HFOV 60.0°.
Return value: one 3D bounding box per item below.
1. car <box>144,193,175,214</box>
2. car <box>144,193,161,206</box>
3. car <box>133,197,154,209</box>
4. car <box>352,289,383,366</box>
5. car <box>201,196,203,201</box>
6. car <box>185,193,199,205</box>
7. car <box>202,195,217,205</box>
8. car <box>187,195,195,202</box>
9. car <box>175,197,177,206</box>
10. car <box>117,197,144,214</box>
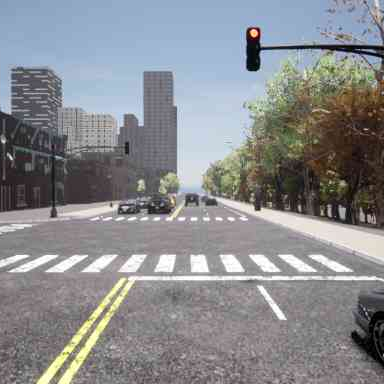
[{"bbox_3d":[-3.422,1.210,35.909,2.150,2.045,5.566,0,0,1],"label":"car"},{"bbox_3d":[-6.694,1.201,56.672,2.150,2.045,5.566,0,0,1],"label":"car"},{"bbox_3d":[-6.675,1.476,45.983,2.128,1.511,4.902,0,0,0],"label":"car"},{"bbox_3d":[3.345,1.547,2.571,2.033,1.411,5.357,0,0,0],"label":"car"},{"bbox_3d":[3.103,1.448,75.917,1.882,1.535,5.008,0,0,0],"label":"car"},{"bbox_3d":[-0.011,1.201,56.447,2.150,2.045,5.566,0,0,0],"label":"car"},{"bbox_3d":[3.237,1.543,57.229,1.994,1.385,4.181,0,0,0],"label":"car"},{"bbox_3d":[-0.151,1.494,75.823,1.812,1.442,4.674,0,0,0],"label":"car"},{"bbox_3d":[-3.426,1.462,45.907,1.882,1.535,5.008,0,0,0],"label":"car"},{"bbox_3d":[-6.661,1.481,35.582,2.128,1.511,4.902,0,0,0],"label":"car"}]
